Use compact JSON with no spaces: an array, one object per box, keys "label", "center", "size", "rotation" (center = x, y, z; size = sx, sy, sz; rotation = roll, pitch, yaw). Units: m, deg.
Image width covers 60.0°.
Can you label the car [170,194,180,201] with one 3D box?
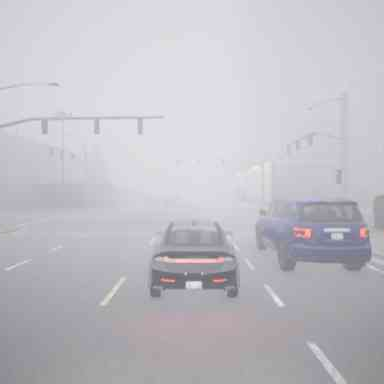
[{"label":"car","center":[-3.529,1.190,70.728],"size":[1.837,1.490,4.892],"rotation":[0,0,0]}]

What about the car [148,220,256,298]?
[{"label":"car","center":[0.053,1.454,8.415],"size":[2.128,1.511,4.902],"rotation":[0,0,0]}]

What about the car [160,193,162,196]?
[{"label":"car","center":[-7.029,1.045,70.753],"size":[2.097,1.767,4.553],"rotation":[0,0,0]}]

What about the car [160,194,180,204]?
[{"label":"car","center":[-3.596,1.305,55.234],"size":[2.033,1.411,5.357],"rotation":[0,0,0]}]

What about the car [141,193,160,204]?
[{"label":"car","center":[-7.094,1.109,55.399],"size":[2.097,1.767,4.553],"rotation":[0,0,0]}]

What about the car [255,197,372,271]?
[{"label":"car","center":[3.567,1.174,10.859],"size":[2.150,2.045,5.566],"rotation":[0,0,0]}]
